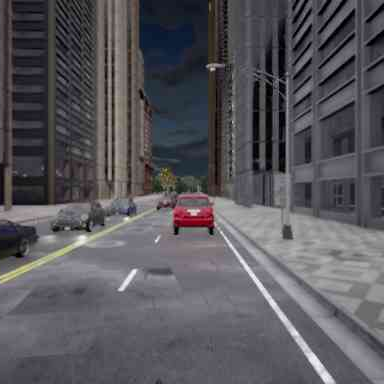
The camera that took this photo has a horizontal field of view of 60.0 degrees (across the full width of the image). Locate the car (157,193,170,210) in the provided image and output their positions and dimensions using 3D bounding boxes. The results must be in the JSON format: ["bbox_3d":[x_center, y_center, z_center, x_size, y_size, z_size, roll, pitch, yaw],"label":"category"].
[{"bbox_3d":[-3.247,1.327,42.051,2.097,1.767,4.553,0,0,0],"label":"car"}]

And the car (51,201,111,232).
[{"bbox_3d":[-6.586,1.338,19.805,2.097,1.767,4.553,0,0,0],"label":"car"}]

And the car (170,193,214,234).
[{"bbox_3d":[0.100,1.204,19.290,2.150,2.045,5.566,0,0,0],"label":"car"}]

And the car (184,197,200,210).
[{"bbox_3d":[0.012,1.480,42.875,1.837,1.490,4.892,0,0,0],"label":"car"}]

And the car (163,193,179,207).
[{"bbox_3d":[-3.245,1.195,52.295,2.150,2.045,5.566,0,0,0],"label":"car"}]

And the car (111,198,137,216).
[{"bbox_3d":[-6.574,1.331,31.587,2.097,1.767,4.553,0,0,1],"label":"car"}]

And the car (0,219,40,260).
[{"bbox_3d":[-6.595,1.541,10.058,2.033,1.411,5.357,0,0,0],"label":"car"}]
